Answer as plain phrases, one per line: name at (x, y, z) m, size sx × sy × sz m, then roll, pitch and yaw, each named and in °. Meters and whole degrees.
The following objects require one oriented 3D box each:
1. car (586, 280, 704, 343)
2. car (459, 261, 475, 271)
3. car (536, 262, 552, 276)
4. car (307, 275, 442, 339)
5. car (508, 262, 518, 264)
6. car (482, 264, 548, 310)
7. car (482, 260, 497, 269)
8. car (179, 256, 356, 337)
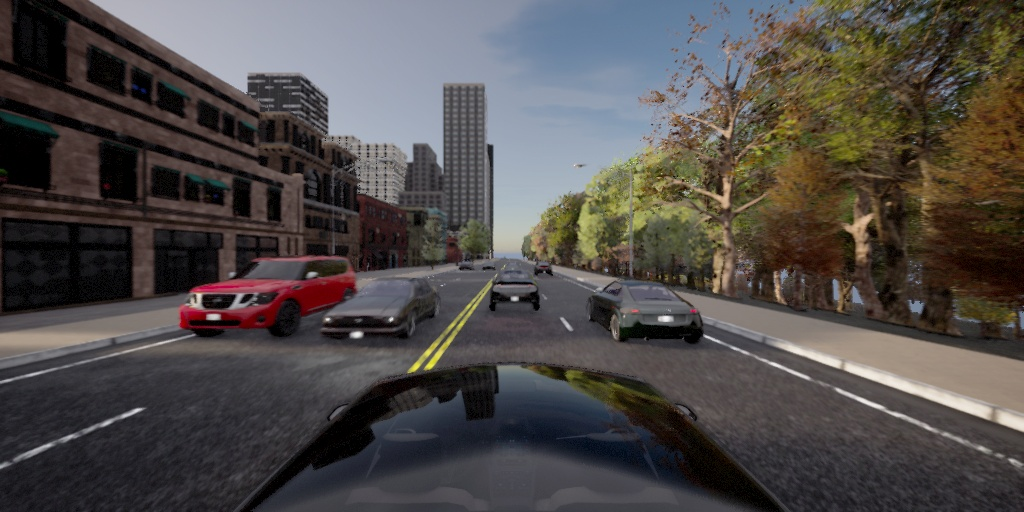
car at (3.348, 1.342, 9.807) m, size 1.994 × 1.385 × 4.181 m, roll 0°, pitch 0°, yaw 0°
car at (-6.557, 1.461, 52.622) m, size 2.033 × 1.411 × 5.357 m, roll 0°, pitch 0°, yaw 1°
car at (3.348, 1.380, 39.658) m, size 1.837 × 1.490 × 4.892 m, roll 0°, pitch 0°, yaw 0°
car at (-3.351, 1.326, 10.403) m, size 2.033 × 1.411 × 5.357 m, roll 0°, pitch 0°, yaw 0°
car at (0.097, 1.450, 43.266) m, size 1.994 × 1.385 × 4.181 m, roll 0°, pitch 0°, yaw 0°
car at (0.099, 1.287, 14.983) m, size 2.128 × 1.511 × 4.902 m, roll 0°, pitch 0°, yaw 0°
car at (-3.310, 1.418, 52.673) m, size 1.837 × 1.490 × 4.892 m, roll 0°, pitch 0°, yaw 0°
car at (-6.600, 1.000, 10.695) m, size 2.150 × 2.045 × 5.566 m, roll 0°, pitch 0°, yaw 0°
